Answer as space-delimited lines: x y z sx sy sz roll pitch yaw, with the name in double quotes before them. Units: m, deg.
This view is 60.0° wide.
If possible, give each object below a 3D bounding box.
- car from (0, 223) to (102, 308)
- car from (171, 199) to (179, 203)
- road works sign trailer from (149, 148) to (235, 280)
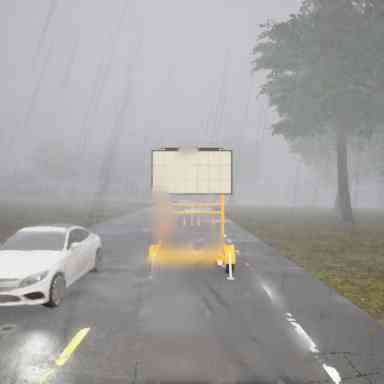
"car" -3.508 1.536 8.053 1.812 1.442 4.674 0 0 0
"car" -4.438 2.453 89.250 1.994 1.385 4.181 0 -1 -1
"road works sign trailer" -0.002 0.479 10.003 2.380 3.560 2.880 0 0 0
